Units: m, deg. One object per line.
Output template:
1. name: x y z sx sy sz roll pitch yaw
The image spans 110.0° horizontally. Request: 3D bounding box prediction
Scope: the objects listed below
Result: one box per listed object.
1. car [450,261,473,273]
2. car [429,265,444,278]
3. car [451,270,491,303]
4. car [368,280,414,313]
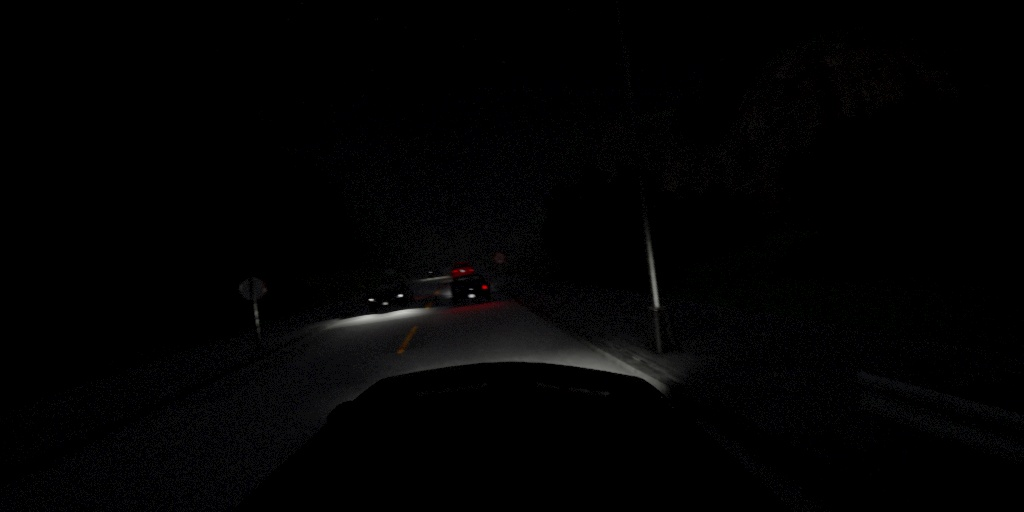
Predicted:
1. car: -5.264 1.653 37.976 2.150 2.045 5.566 -7 0 -9
2. car: -13.288 2.682 63.068 2.150 2.045 5.566 -7 0 -8
3. car: -2.295 1.647 19.225 1.895 1.301 4.718 -7 0 -9
4. car: -6.659 2.115 20.036 1.812 1.442 4.674 -7 0 -9
